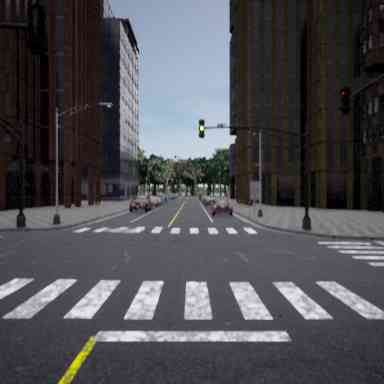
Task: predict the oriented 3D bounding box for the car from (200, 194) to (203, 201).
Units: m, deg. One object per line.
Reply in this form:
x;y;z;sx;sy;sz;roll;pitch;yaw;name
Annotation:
2.818;1.449;59.229;1.887;1.381;4.507;0;0;0;car

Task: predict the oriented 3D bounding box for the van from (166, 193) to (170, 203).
-5.703;1.239;64.674;1.690;1.788;3.998;0;0;0;van

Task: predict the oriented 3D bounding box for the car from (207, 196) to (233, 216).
2.792;1.385;32.041;1.967;1.590;4.097;0;0;0;car

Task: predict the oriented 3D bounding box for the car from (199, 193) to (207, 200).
2.823;1.422;64.836;1.752;1.417;4.829;0;0;0;car

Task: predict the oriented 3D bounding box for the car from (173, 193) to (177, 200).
-5.682;1.437;86.424;1.947;1.339;4.313;0;0;0;car

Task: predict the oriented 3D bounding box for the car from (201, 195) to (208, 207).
2.808;1.471;48.353;2.008;1.369;4.403;0;0;0;car

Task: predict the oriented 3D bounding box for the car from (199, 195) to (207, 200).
2.843;1.422;86.416;2.008;1.369;4.403;0;0;0;car

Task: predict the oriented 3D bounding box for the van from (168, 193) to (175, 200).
-5.677;1.207;91.862;1.690;1.788;3.998;0;0;0;van

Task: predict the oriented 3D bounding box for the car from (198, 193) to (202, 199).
2.833;1.409;75.711;1.752;1.417;4.829;0;0;0;car

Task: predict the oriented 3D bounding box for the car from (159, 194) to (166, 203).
-5.713;1.438;53.629;1.752;1.417;4.829;0;0;0;car

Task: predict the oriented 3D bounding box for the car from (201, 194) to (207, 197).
2.813;1.457;53.791;1.887;1.381;4.507;0;0;0;car

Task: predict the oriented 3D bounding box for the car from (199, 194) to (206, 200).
2.848;1.391;92.024;1.752;1.417;4.829;0;0;0;car

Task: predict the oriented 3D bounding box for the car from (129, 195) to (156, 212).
-5.728;1.251;37.486;2.192;1.841;5.009;0;0;0;car

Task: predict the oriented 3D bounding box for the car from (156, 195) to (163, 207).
-5.718;1.502;48.361;1.802;1.307;4.206;0;0;0;car

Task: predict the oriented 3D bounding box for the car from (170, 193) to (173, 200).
-5.697;1.441;70.112;2.008;1.369;4.403;0;0;0;car
